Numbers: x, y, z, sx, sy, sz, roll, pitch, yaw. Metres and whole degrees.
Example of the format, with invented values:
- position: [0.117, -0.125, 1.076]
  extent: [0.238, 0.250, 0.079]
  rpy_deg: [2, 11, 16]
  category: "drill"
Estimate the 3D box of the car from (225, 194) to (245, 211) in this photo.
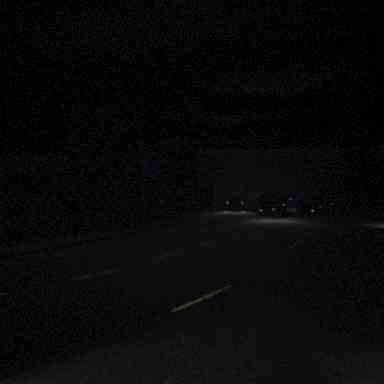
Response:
- position: [4.898, 1.139, 37.689]
  extent: [2.097, 1.767, 4.553]
  rpy_deg: [-1, 0, 9]
  category: "car"

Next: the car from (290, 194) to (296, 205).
- position: [13.348, 1.018, 45.829]
  extent: [2.097, 1.767, 4.553]
  rpy_deg: [-1, 0, 9]
  category: "car"

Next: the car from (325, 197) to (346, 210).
- position: [15.565, 1.227, 37.192]
  extent: [2.033, 1.411, 5.357]
  rpy_deg: [-1, 0, 8]
  category: "car"

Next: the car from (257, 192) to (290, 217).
- position: [6.992, 1.026, 29.255]
  extent: [2.150, 2.045, 5.566]
  rpy_deg: [-1, 0, 10]
  category: "car"

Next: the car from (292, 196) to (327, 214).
- position: [11.018, 1.352, 31.491]
  extent: [1.895, 1.301, 4.718]
  rpy_deg: [-1, 0, 10]
  category: "car"
